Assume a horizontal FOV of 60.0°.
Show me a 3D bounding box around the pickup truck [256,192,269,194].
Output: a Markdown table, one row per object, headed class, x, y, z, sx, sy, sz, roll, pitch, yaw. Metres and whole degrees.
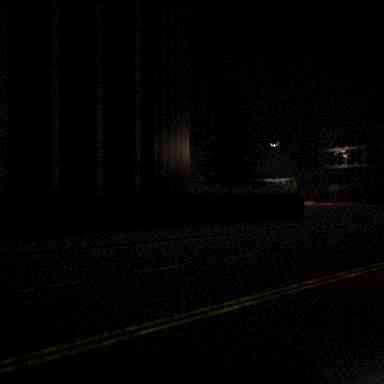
| class | x | y | z | sx | sy | sz | roll | pitch | yaw |
| --- | --- | --- | --- | --- | --- | --- | --- | --- | --- |
| pickup truck | 15.280 | 0.977 | 72.530 | 2.390 | 2.098 | 6.274 | 0 | 0 | -6 |
